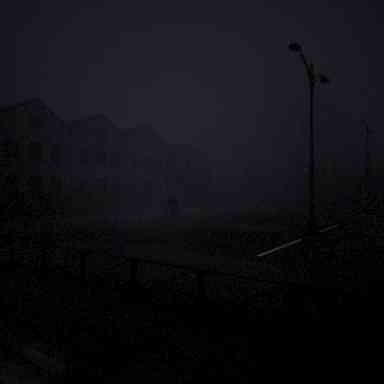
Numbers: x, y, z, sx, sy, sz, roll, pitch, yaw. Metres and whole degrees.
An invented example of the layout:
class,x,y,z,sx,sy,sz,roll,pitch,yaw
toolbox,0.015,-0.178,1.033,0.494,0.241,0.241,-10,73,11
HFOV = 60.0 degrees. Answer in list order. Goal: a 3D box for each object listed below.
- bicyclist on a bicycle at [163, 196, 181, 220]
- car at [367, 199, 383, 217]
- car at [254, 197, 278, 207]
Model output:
class,x,y,z,sx,sy,sz,roll,pitch,yaw
bicyclist on a bicycle,-1.399,1.107,23.069,1.656,1.620,0.582,0,0,35
car,15.424,1.298,26.815,2.007,1.523,4.514,0,0,35
car,10.445,1.354,46.692,2.033,1.411,5.357,0,0,33
